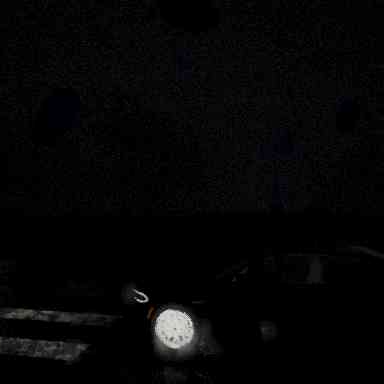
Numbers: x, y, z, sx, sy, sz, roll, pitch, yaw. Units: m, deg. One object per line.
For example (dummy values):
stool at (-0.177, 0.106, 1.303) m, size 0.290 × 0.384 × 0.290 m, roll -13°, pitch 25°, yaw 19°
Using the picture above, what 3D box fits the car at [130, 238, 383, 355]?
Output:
car at (1.516, 1.481, 5.208) m, size 5.008 × 1.535 × 1.882 m, roll 0°, pitch 0°, yaw 11°
